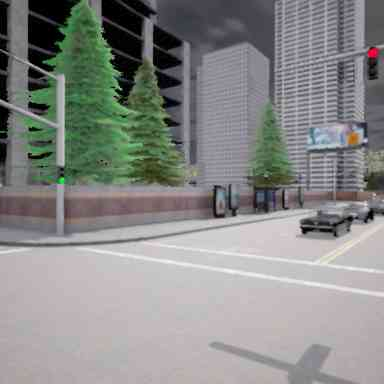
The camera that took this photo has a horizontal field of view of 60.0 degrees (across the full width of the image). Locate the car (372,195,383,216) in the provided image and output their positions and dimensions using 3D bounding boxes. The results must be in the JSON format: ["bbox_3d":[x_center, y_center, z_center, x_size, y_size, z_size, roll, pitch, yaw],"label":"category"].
[{"bbox_3d":[18.923,1.453,34.236,2.097,1.767,4.553,0,0,37],"label":"car"}]

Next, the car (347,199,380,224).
[{"bbox_3d":[13.066,1.568,26.213,2.128,1.511,4.902,0,0,36],"label":"car"}]

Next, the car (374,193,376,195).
[{"bbox_3d":[25.066,1.347,42.635,2.150,2.045,5.566,0,0,34],"label":"car"}]

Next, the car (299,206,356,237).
[{"bbox_3d":[7.583,1.655,18.668,1.895,1.301,4.718,0,0,36],"label":"car"}]
